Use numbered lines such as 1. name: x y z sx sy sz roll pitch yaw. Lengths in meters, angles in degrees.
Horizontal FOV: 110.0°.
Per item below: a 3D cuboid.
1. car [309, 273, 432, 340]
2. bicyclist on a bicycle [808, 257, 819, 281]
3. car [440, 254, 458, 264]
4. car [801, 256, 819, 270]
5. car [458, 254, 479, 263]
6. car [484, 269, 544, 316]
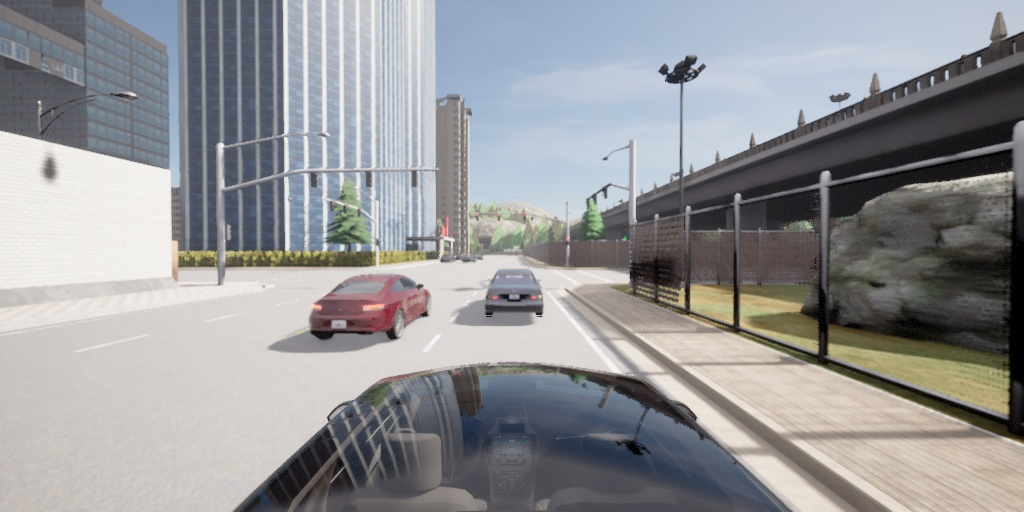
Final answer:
1. car: -3.441 1.165 9.463 1.812 1.442 4.674 0 1 0
2. bicyclist on a bicycle: 18.299 0.825 21.411 0.582 1.620 1.656 0 1 0
3. car: -10.551 0.445 58.666 1.837 1.490 4.892 0 1 0
4. car: 31.498 0.671 35.913 4.553 1.767 2.097 0 1 0
5. car: -7.052 0.502 58.769 1.994 1.385 4.181 0 1 1
6. car: 0.077 1.144 12.474 2.033 1.411 5.357 0 1 0
